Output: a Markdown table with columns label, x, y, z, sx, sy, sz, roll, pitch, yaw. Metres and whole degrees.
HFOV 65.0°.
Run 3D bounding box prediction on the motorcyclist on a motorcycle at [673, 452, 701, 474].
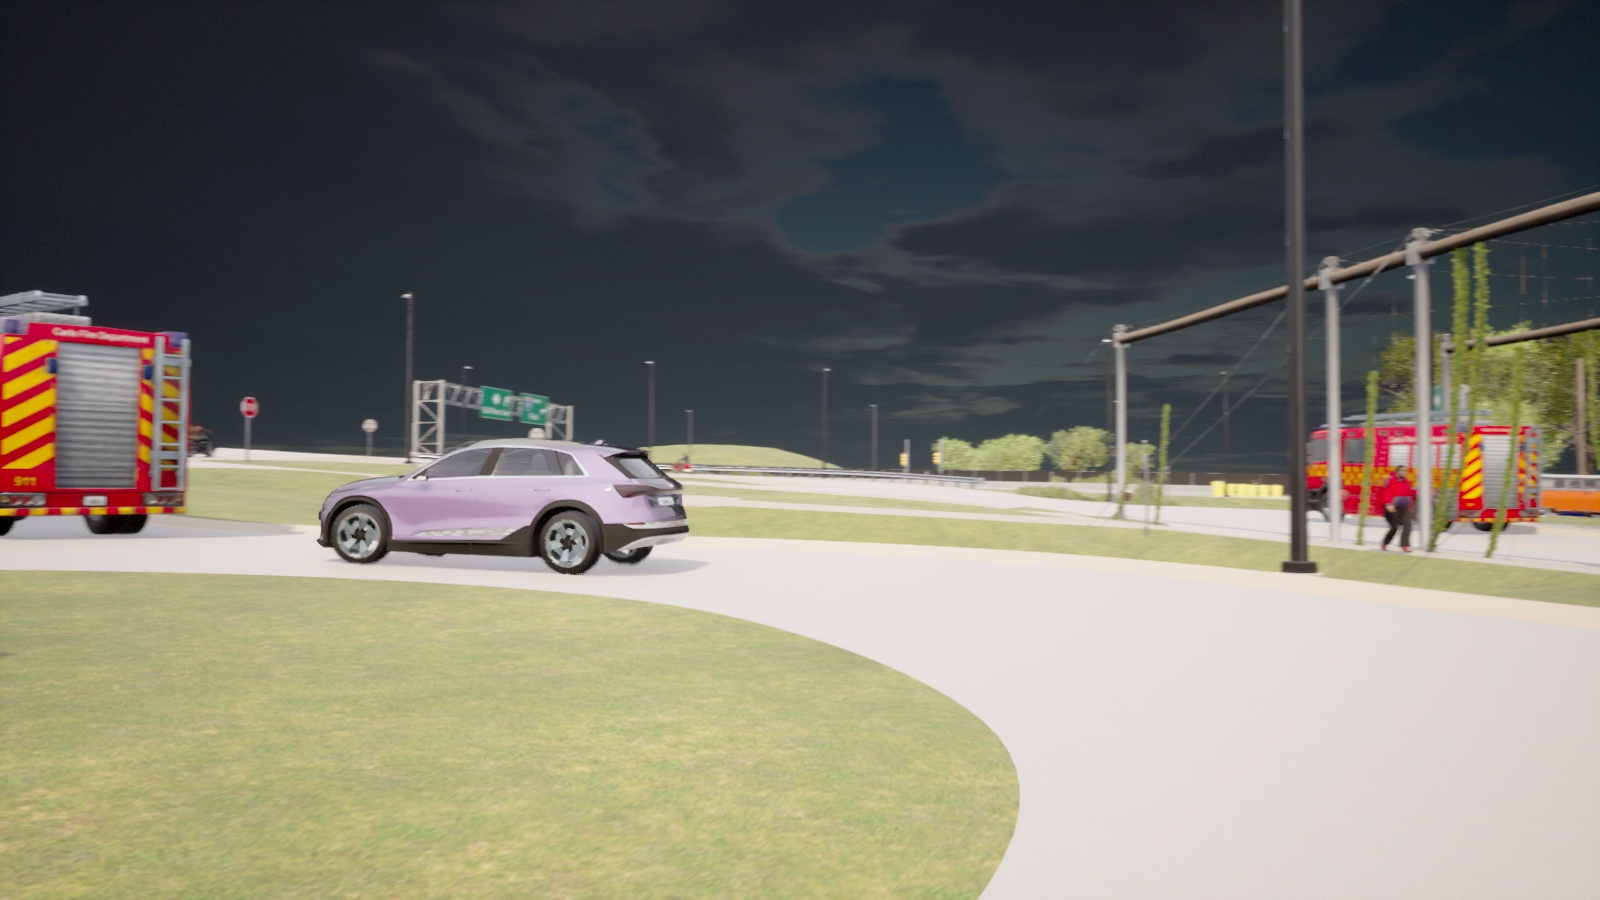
| label | x | y | z | sx | sy | sz | roll | pitch | yaw |
| --- | --- | --- | --- | --- | --- | --- | --- | --- | --- |
| motorcyclist on a motorcycle | -8.507 | 1.003 | 94.750 | 1.817 | 1.590 | 0.866 | 2 | -1 | 20 |

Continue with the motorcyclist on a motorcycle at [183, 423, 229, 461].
| label | x | y | z | sx | sy | sz | roll | pitch | yaw |
| --- | --- | --- | --- | --- | --- | --- | --- | --- | --- |
| motorcyclist on a motorcycle | -26.324 | -0.358 | 55.702 | 0.766 | 1.649 | 2.350 | 2 | 0 | 3 |

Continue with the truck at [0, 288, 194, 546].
| label | x | y | z | sx | sy | sz | roll | pitch | yaw |
| --- | --- | --- | --- | --- | --- | --- | --- | --- | --- |
| truck | -14.303 | -0.471 | 22.340 | 8.468 | 3.827 | 2.891 | 0 | -1 | 39 |

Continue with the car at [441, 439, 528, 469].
| label | x | y | z | sx | sy | sz | roll | pitch | yaw |
| --- | --- | --- | --- | --- | --- | --- | --- | --- | --- |
| car | -18.574 | 0.230 | 73.885 | 4.892 | 1.490 | 1.837 | 4 | 0 | 27 |

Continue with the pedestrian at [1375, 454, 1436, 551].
| label | x | y | z | sx | sy | sz | roll | pitch | yaw |
| --- | --- | --- | --- | --- | --- | --- | --- | --- | --- |
| pedestrian | 11.828 | 1.022 | 24.541 | 0.634 | 1.844 | 0.899 | 0 | -2 | -10 |

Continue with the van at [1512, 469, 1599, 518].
| label | x | y | z | sx | sy | sz | roll | pitch | yaw |
| --- | --- | --- | --- | --- | --- | --- | --- | --- | --- |
| van | 33.146 | 1.892 | 53.595 | 4.442 | 1.987 | 1.775 | 1 | -2 | 14 |

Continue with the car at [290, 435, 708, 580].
| label | x | y | z | sx | sy | sz | roll | pitch | yaw |
| --- | --- | --- | --- | --- | --- | --- | --- | --- | --- |
| car | -3.843 | 0.682 | 16.248 | 4.856 | 1.649 | 2.033 | 1 | -1 | 16 |

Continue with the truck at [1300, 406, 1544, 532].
| label | x | y | z | sx | sy | sz | roll | pitch | yaw |
| --- | --- | --- | --- | --- | --- | --- | --- | --- | --- |
| truck | 20.664 | 0.603 | 42.481 | 2.891 | 3.827 | 8.468 | 0 | 0 | -10 |
